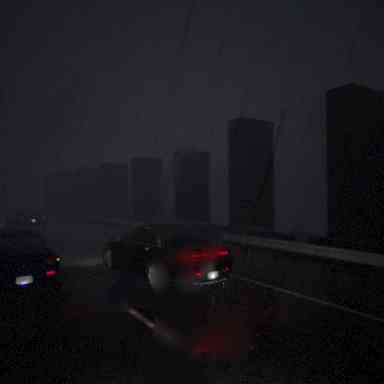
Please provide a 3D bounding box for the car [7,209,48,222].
[{"bbox_3d":[-11.804,1.907,23.687,1.994,1.385,4.181,0,-1,-39],"label":"car"}]

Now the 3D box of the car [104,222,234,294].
[{"bbox_3d":[-0.912,1.611,9.308,1.837,1.490,4.892,0,-1,-35],"label":"car"}]

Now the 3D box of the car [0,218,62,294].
[{"bbox_3d":[-4.723,1.655,8.666,1.812,1.442,4.674,0,-1,-35],"label":"car"}]
